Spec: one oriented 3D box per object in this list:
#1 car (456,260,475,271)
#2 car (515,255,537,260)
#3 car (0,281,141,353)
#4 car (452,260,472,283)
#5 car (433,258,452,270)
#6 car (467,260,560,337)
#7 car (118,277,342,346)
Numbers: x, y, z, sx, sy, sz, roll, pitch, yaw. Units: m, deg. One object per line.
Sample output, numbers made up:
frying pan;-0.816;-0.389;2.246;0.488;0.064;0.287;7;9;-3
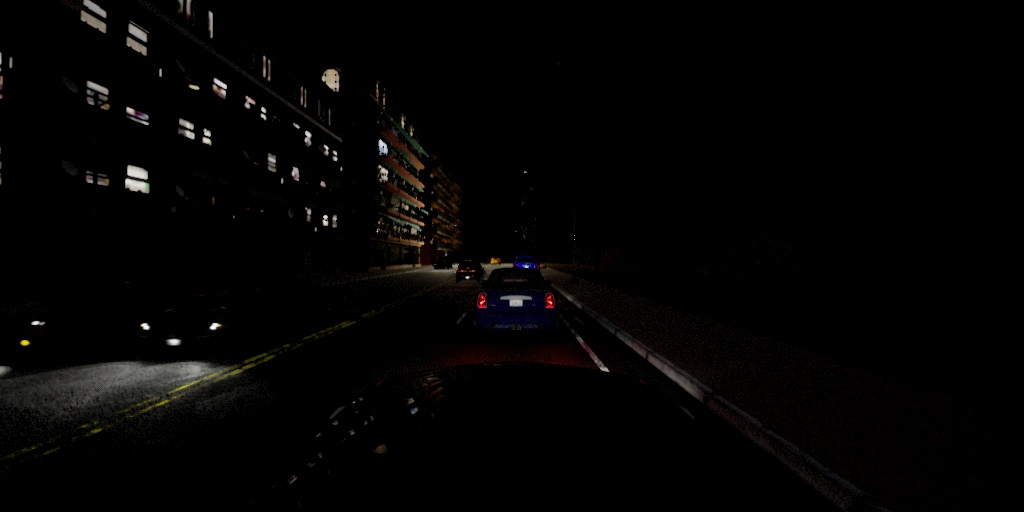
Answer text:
car;-6.610;1.285;51.396;2.033;1.411;5.357;0;0;0
car;1.131;0.970;30.339;2.150;2.045;5.566;0;0;0
car;-9.852;1.313;8.699;1.994;1.385;4.181;0;0;0
car;-3.156;1.251;27.841;1.837;1.490;4.892;0;0;0
car;-9.856;1.090;51.466;2.097;1.767;4.553;0;0;0
car;0.098;1.101;10.385;2.097;1.767;4.553;0;0;0
car;-6.603;1.296;9.660;2.033;1.411;5.357;0;0;0
